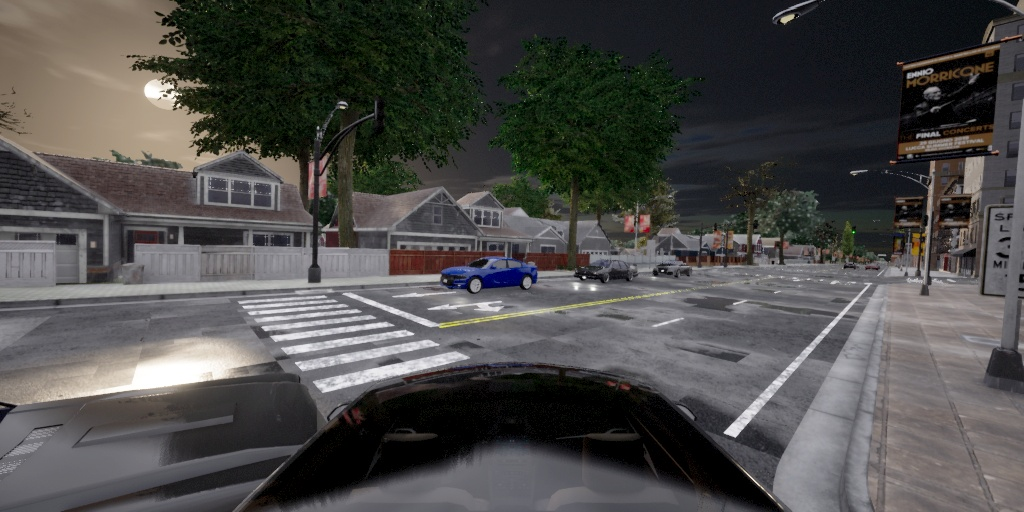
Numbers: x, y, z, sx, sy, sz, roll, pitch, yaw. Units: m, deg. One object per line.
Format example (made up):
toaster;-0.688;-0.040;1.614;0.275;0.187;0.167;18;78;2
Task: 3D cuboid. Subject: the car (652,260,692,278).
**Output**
car;13.580;1.029;30.262;4.181;1.385;1.994;1;2;-44

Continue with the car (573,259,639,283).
car;6.302;0.928;23.424;5.357;1.411;2.033;1;2;-43

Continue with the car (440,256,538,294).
car;-0.943;0.778;16.588;5.008;1.535;1.882;1;2;-43

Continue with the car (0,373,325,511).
car;-3.318;1.272;1.430;4.718;1.301;1.895;1;2;-33
